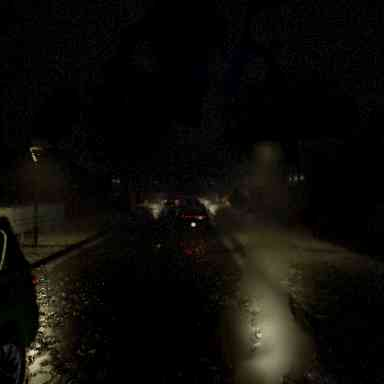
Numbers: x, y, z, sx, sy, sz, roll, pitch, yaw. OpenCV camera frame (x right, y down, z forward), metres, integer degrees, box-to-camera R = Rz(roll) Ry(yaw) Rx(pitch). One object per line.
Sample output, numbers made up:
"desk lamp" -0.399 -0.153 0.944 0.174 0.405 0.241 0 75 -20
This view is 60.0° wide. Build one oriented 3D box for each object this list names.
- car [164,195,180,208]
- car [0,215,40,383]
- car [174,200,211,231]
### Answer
"car" -2.793 1.279 47.094 2.097 1.767 4.553 0 0 0
"car" -2.851 1.220 1.648 2.150 2.045 5.566 0 0 0
"car" 0.086 1.482 20.435 1.837 1.490 4.892 0 1 0
